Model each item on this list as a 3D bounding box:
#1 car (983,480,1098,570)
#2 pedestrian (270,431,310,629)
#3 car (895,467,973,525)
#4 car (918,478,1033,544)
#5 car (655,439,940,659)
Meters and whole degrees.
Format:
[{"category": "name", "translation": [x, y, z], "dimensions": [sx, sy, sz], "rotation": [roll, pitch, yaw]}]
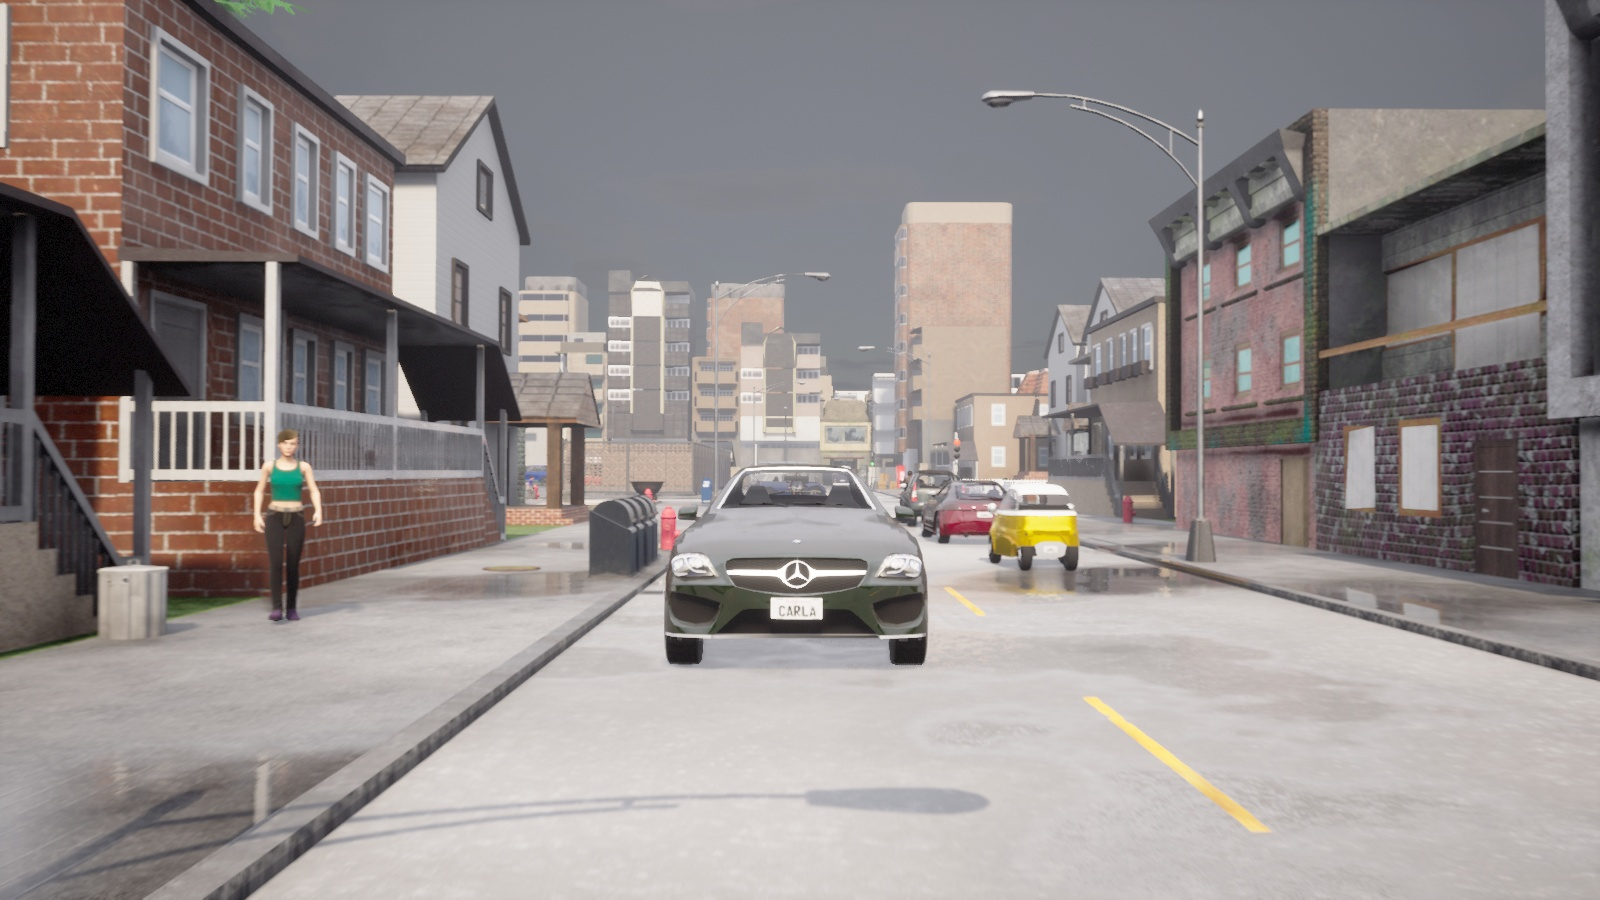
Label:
[{"category": "car", "translation": [3.947, 1.206, 20.889], "dimensions": [1.481, 1.376, 2.207], "rotation": [0, -1, 0]}, {"category": "pedestrian", "translation": [-4.886, 0.746, 12.017], "dimensions": [0.345, 1.836, 0.594], "rotation": [0, -1, -23]}, {"category": "car", "translation": [3.906, 1.323, 37.124], "dimensions": [1.851, 1.617, 3.988], "rotation": [0, -1, 0]}, {"category": "car", "translation": [3.932, 1.349, 28.847], "dimensions": [1.994, 1.385, 4.181], "rotation": [0, -1, -1]}, {"category": "car", "translation": [-0.031, 0.797, 12.018], "dimensions": [2.152, 1.651, 5.027], "rotation": [0, -1, 0]}]
